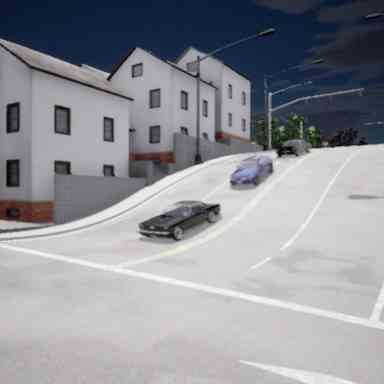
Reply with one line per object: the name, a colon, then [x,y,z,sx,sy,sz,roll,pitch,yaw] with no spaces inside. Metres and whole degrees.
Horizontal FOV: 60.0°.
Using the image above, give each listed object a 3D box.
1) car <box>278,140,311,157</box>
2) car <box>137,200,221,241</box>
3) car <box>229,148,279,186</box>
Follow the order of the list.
car: [9.255,-4.009,30.297,1.895,1.301,4.718,1,12,36]
car: [-0.508,1.204,16.183,1.895,1.301,4.718,0,11,34]
car: [4.154,-1.623,22.949,1.812,1.442,4.674,0,19,33]
